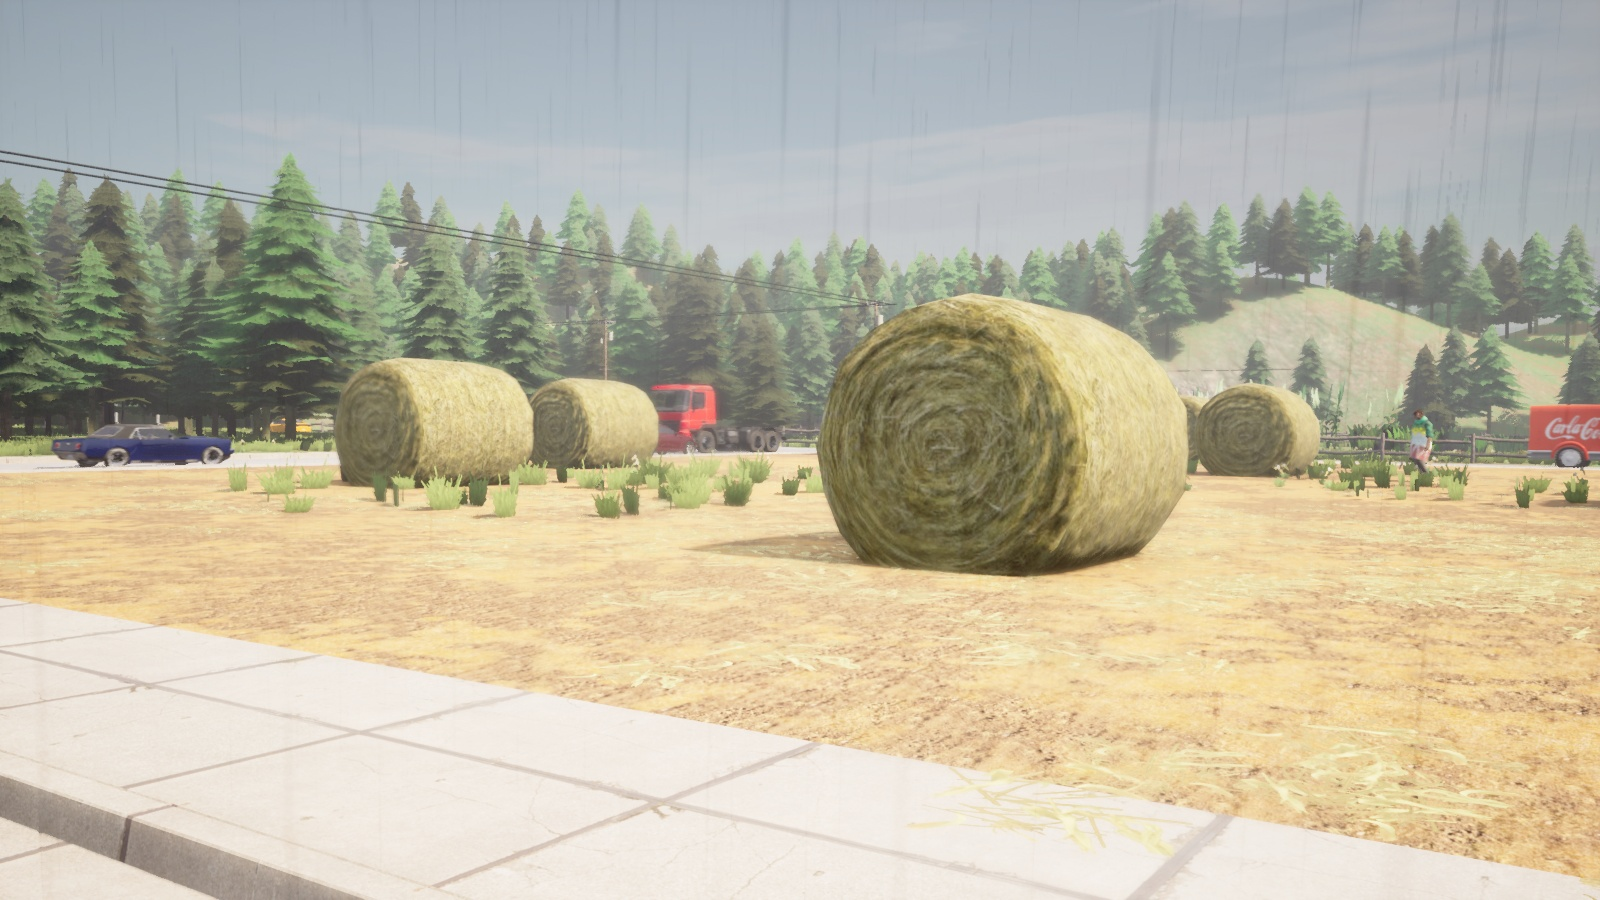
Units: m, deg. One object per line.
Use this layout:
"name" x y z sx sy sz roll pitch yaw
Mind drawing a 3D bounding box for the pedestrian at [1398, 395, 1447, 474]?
"pedestrian" 15.575 -0.403 31.447 0.873 1.952 0.659 -1 1 -12

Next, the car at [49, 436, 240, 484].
"car" -19.544 0.248 37.667 1.895 1.301 4.718 0 1 35

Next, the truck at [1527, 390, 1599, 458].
"truck" 30.048 -0.986 46.394 5.204 2.467 2.627 0 2 38

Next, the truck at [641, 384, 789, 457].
"truck" -4.186 -1.517 63.997 2.891 3.462 7.936 1 2 39

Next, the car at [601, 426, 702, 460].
"car" -6.605 -0.326 56.305 1.812 1.442 4.674 0 1 35
